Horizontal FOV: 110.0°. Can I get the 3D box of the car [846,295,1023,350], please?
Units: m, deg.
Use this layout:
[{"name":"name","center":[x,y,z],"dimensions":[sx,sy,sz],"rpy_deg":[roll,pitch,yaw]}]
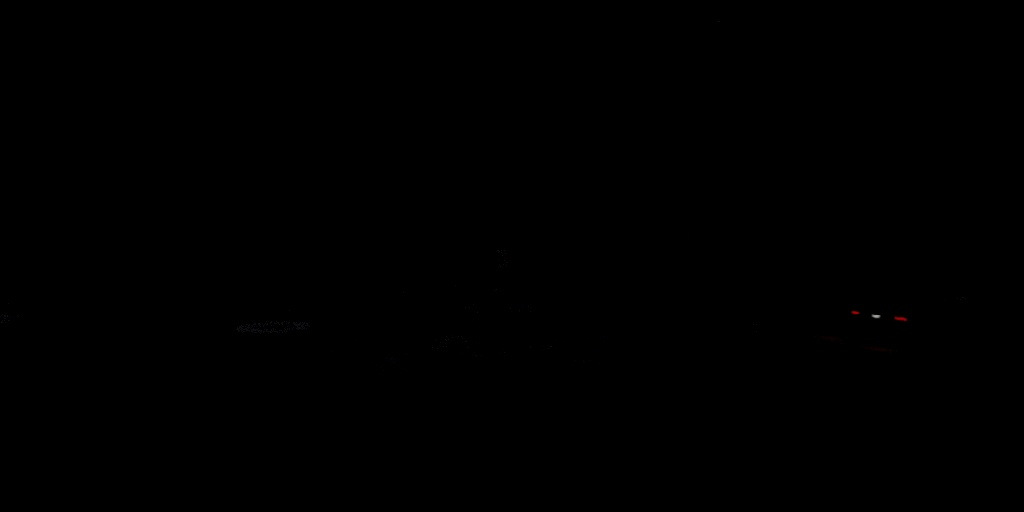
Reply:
[{"name":"car","center":[13.008,1.875,10.557],"dimensions":[5.357,1.411,2.033],"rpy_deg":[2,-1,-5]}]
